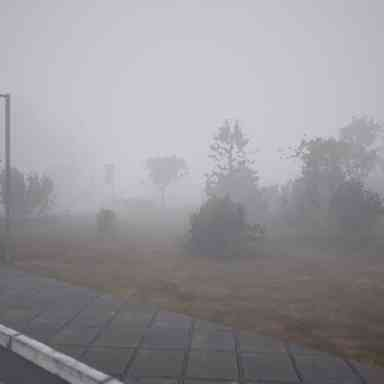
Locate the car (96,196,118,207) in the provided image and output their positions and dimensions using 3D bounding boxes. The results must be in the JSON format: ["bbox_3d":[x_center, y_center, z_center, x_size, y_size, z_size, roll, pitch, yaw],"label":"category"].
[{"bbox_3d":[-11.215,1.529,49.217,1.895,1.301,4.718,0,1,39],"label":"car"}]

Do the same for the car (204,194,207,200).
[{"bbox_3d":[3.801,1.095,62.771,2.128,1.511,4.902,0,1,34],"label":"car"}]

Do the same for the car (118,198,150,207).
[{"bbox_3d":[-6.687,1.436,43.367,2.128,1.511,4.902,0,1,39],"label":"car"}]

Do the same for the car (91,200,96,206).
[{"bbox_3d":[-13.413,1.397,52.063,1.882,1.535,5.008,0,1,39],"label":"car"}]

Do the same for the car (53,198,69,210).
[{"bbox_3d":[-17.685,1.484,41.197,2.128,1.511,4.902,0,0,39],"label":"car"}]
